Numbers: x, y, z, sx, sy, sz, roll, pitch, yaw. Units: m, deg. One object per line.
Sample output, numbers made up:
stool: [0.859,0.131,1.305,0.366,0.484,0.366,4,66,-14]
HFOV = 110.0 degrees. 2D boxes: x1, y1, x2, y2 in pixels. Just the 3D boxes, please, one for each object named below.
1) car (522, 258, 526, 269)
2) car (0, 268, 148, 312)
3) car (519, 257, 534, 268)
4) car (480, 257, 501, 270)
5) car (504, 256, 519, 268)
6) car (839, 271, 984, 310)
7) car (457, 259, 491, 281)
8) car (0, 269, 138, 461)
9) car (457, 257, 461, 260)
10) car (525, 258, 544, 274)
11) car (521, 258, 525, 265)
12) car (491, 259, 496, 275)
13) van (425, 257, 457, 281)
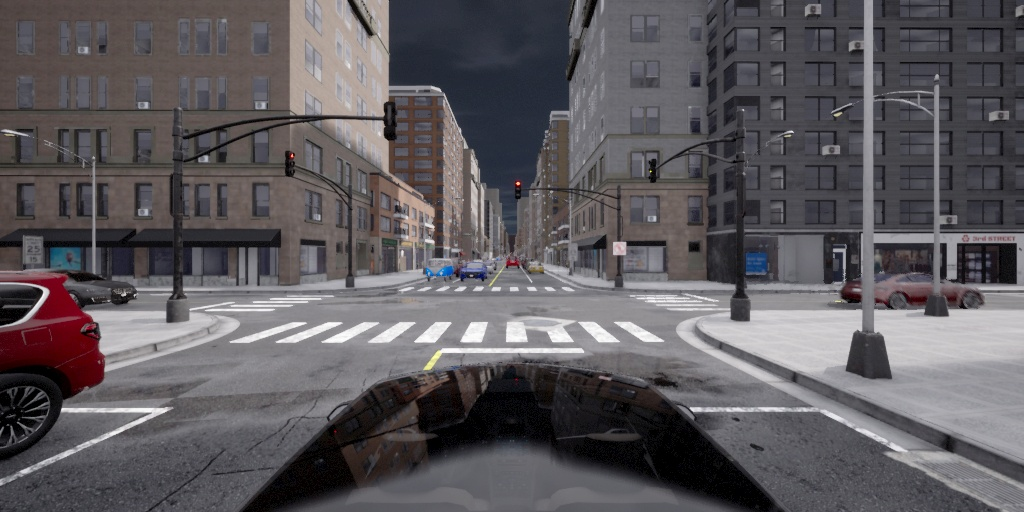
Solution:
car: [2.698,1.295,45.935,2.007,1.370,4.403,0,0,0]
car: [-17.567,1.264,13.906,4.892,1.490,1.837,0,0,-2]
car: [2.706,1.057,57.124,2.192,1.841,5.009,0,0,0]
car: [-3.055,1.235,49.636,2.128,1.511,4.902,0,0,0]
car: [0.139,0.963,59.150,2.150,2.045,5.566,0,0,0]
car: [15.567,1.307,14.103,4.181,1.385,1.994,0,0,0]
car: [-3.081,1.225,29.707,1.882,1.535,5.008,0,0,0]
car: [-5.857,1.065,2.183,2.192,1.841,5.009,0,0,0]
car: [-5.836,1.061,34.727,2.192,1.841,5.009,0,0,0]
car: [2.694,1.271,40.511,1.751,1.417,4.829,0,0,0]
car: [2.702,1.309,51.530,1.948,1.339,4.313,0,0,0]
car: [-3.073,1.347,39.641,1.895,1.301,4.718,0,0,0]
van: [-5.839,1.088,29.131,1.690,1.789,3.998,0,0,0]
